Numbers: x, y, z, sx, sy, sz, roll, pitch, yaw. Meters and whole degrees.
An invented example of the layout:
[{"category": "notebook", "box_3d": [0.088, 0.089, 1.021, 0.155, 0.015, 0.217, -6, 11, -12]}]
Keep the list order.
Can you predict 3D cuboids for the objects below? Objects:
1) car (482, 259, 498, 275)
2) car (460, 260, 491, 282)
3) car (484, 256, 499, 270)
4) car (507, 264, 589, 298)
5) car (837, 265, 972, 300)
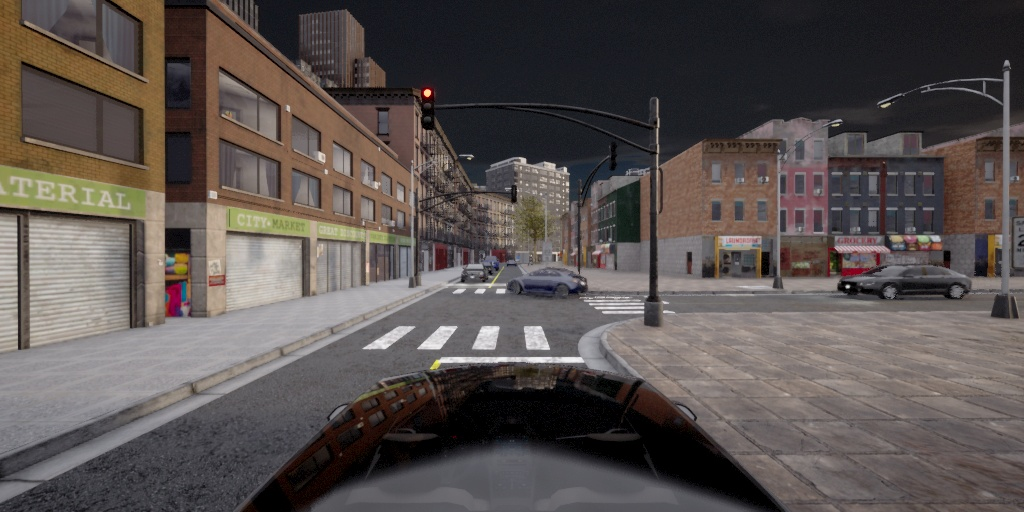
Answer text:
[{"category": "car", "box_3d": [-2.943, 1.309, 39.105, 2.033, 1.411, 5.357, 0, 0, 0]}, {"category": "car", "box_3d": [-2.908, 1.279, 28.673, 1.812, 1.442, 4.674, 0, 0, 0]}, {"category": "car", "box_3d": [-2.948, 0.993, 49.726, 2.150, 2.045, 5.566, 0, 0, 1]}, {"category": "car", "box_3d": [1.817, 1.301, 18.488, 4.181, 1.385, 1.994, -1, 0, 36]}, {"category": "car", "box_3d": [17.633, 1.149, 16.244, 4.892, 1.490, 1.837, 0, 0, 0]}]
